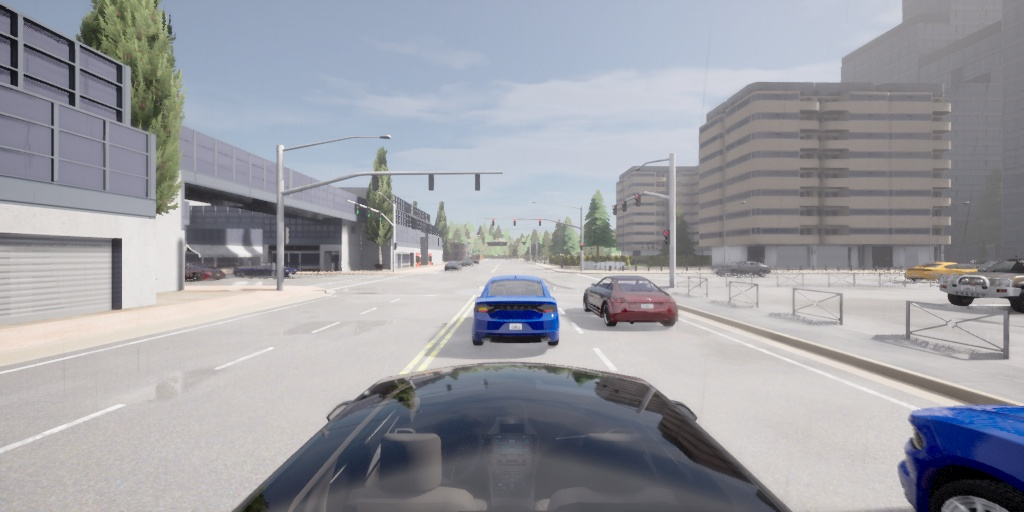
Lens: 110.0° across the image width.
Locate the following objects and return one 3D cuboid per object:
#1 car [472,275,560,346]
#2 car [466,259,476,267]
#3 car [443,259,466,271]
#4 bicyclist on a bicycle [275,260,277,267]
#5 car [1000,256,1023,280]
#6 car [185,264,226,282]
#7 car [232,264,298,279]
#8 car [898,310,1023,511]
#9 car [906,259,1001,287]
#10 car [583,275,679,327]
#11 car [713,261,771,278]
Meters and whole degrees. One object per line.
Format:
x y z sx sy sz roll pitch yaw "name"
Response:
0.095 1.228 9.461 1.882 1.535 5.008 0 0 0 "car"
-8.090 1.255 64.780 1.837 1.490 4.892 0 0 0 "car"
-7.835 1.297 47.954 2.033 1.411 5.357 0 0 -1 "car"
-25.839 1.053 39.677 0.582 1.620 1.656 0 0 -1 "bicyclist on a bicycle"
45.244 1.101 33.925 4.553 1.767 2.097 0 0 -1 "car"
-25.122 1.314 28.202 4.181 1.385 1.994 0 0 -1 "car"
-22.006 1.351 31.995 4.718 1.301 1.895 0 0 -2 "car"
3.586 1.228 0.353 1.882 1.535 5.008 0 0 0 "car"
32.245 1.227 26.513 5.008 1.535 1.882 0 0 -1 "car"
3.603 1.314 11.593 1.994 1.385 4.181 0 0 0 "car"
21.388 1.241 33.485 4.902 1.511 2.128 0 0 -1 "car"
